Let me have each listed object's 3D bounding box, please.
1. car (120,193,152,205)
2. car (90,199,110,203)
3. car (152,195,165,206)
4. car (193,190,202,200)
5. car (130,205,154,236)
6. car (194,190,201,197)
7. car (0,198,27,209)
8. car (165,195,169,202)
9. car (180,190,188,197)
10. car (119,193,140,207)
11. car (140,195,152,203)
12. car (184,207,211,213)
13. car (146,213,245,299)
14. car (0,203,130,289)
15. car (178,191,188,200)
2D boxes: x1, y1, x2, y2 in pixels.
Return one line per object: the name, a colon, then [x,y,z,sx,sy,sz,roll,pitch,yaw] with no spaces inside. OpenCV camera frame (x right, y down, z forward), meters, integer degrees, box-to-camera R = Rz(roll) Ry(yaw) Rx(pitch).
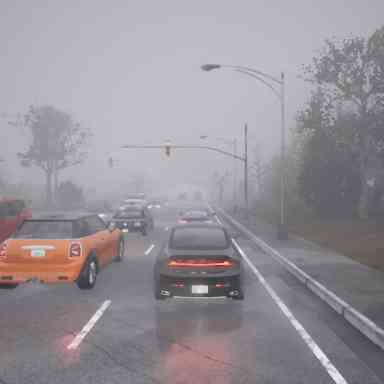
car: [-6.526,1.221,38.988,2.150,2.045,5.566,0,0,1]
car: [-10.082,1.506,36.201,1.837,1.490,4.892,0,0,1]
car: [-6.181,1.564,55.972,1.994,1.385,4.181,0,0,1]
car: [1.281,1.053,75.173,2.033,1.411,5.357,0,3,1]
car: [-3.242,1.601,18.437,1.895,1.301,4.718,0,0,0]
car: [1.485,0.316,85.587,1.837,1.490,4.892,0,3,1]
car: [-7.041,1.221,10.283,2.150,2.045,5.566,0,0,1]
car: [-5.838,1.291,69.125,1.882,1.535,5.008,0,2,1]
car: [-2.015,0.341,85.657,1.812,1.442,4.674,0,3,1]
car: [-9.757,1.220,52.527,2.150,2.045,5.566,0,0,1]
car: [-9.362,1.376,68.067,1.812,1.442,4.674,0,2,1]
car: [0.260,1.526,17.484,1.812,1.442,4.674,0,0,3]
car: [0.164,1.505,8.410,1.837,1.490,4.892,0,0,1]
car: [-3.325,1.352,9.351,2.097,1.767,4.553,0,0,1]
car: [-2.218,1.013,75.239,1.837,1.490,4.892,0,3,1]
